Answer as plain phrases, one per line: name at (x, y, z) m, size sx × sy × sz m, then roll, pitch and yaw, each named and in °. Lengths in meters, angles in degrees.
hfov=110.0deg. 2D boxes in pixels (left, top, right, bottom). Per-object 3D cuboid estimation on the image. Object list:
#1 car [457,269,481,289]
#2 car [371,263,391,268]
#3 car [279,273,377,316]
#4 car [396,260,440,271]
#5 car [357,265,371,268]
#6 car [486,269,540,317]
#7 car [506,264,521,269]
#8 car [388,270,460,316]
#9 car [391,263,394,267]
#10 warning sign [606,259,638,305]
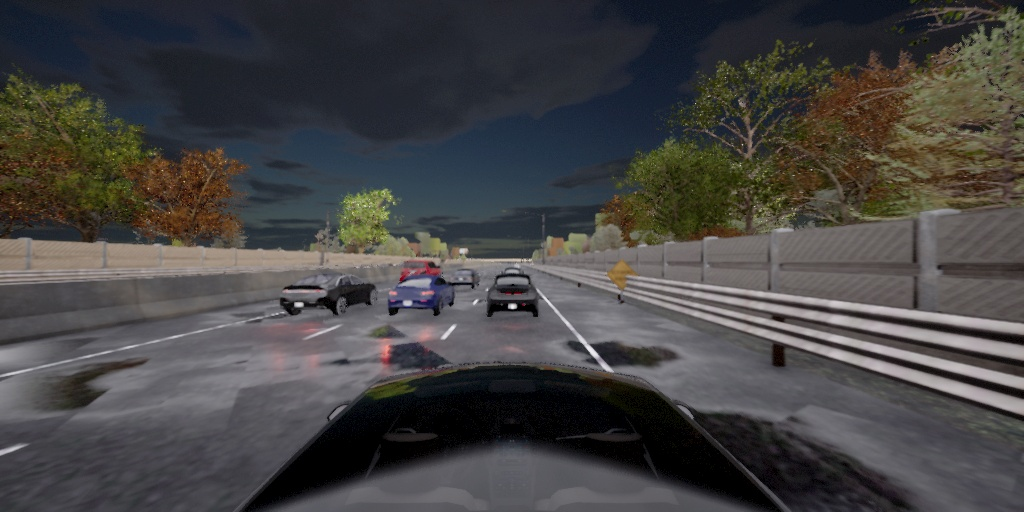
car at (-3.483, 1.656, 27.001) m, size 2.033 × 1.411 × 5.357 m, roll 0°, pitch -1°, yaw 0°
car at (-21.043, 1.954, 59.401) m, size 2.097 × 1.767 × 4.553 m, roll 0°, pitch -1°, yaw 1°
car at (-6.957, 1.415, 14.173) m, size 2.128 × 1.511 × 4.902 m, roll 0°, pitch -1°, yaw 1°
car at (-6.973, 1.347, 28.017) m, size 2.150 × 2.045 × 5.566 m, roll 0°, pitch -1°, yaw 1°
car at (-24.534, 2.200, 59.190) m, size 1.895 × 1.301 × 4.718 m, roll 0°, pitch -1°, yaw 1°
car at (0.044, 1.429, 14.187) m, size 1.837 × 1.490 × 4.892 m, roll 0°, pitch 0°, yaw 1°
car at (0.045, 1.676, 29.890) m, size 1.812 × 1.442 × 4.674 m, roll 0°, pitch -1°, yaw 1°
car at (-3.458, 1.451, 14.265) m, size 1.812 × 1.442 × 4.674 m, roll 0°, pitch -1°, yaw 1°
car at (-17.545, 1.824, 59.421) m, size 2.150 × 2.045 × 5.566 m, roll 0°, pitch -1°, yaw 1°
warning sign at (4.548, 1.047, 14.831) m, size 1.300 × 1.860 × 1.060 m, roll 0°, pitch 0°, yaw 0°
